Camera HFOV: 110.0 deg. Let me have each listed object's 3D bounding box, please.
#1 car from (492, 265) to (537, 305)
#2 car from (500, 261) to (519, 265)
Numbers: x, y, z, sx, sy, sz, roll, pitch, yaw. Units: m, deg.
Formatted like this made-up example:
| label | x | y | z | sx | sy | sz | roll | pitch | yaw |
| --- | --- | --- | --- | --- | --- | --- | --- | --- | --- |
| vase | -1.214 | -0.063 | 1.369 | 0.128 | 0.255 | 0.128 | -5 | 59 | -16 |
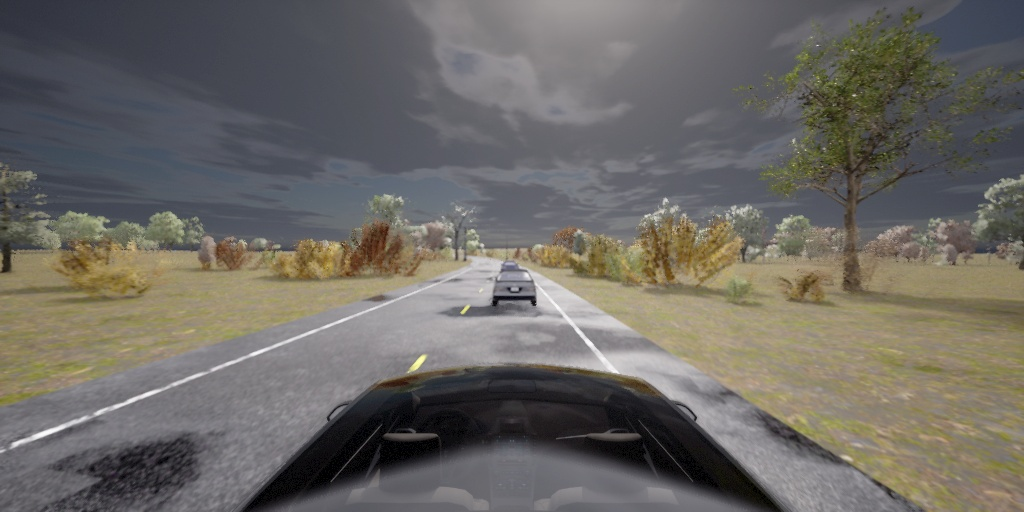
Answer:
| label | x | y | z | sx | sy | sz | roll | pitch | yaw |
| --- | --- | --- | --- | --- | --- | --- | --- | --- | --- |
| car | 0.088 | 1.285 | 15.964 | 2.033 | 1.411 | 5.357 | 0 | 0 | 0 |
| car | -0.258 | 1.218 | 37.644 | 1.812 | 1.442 | 4.674 | 0 | 0 | -2 |
